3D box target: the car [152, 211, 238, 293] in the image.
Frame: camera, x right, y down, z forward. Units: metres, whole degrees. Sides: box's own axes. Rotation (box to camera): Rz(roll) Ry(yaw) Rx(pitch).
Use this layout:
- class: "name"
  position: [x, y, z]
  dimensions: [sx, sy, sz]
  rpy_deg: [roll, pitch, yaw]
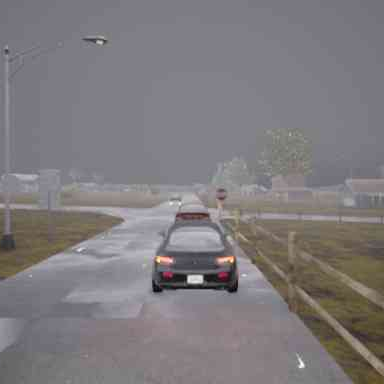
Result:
- class: "car"
  position: [0.072, 1.449, 8.522]
  dimensions: [1.812, 1.442, 4.674]
  rpy_deg: [0, 0, 0]

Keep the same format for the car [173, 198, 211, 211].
- class: "car"
  position: [0.040, 1.322, 18.576]
  dimensions: [1.882, 1.535, 5.008]
  rpy_deg: [0, 0, 0]

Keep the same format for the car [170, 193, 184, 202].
- class: "car"
  position: [-2.911, 1.021, 59.851]
  dimensions: [1.882, 1.535, 5.008]
  rpy_deg: [0, 0, 0]

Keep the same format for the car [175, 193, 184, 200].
- class: "car"
  position: [-2.882, 0.939, 75.713]
  dimensions: [1.837, 1.490, 4.892]
  rpy_deg: [0, 0, 0]
